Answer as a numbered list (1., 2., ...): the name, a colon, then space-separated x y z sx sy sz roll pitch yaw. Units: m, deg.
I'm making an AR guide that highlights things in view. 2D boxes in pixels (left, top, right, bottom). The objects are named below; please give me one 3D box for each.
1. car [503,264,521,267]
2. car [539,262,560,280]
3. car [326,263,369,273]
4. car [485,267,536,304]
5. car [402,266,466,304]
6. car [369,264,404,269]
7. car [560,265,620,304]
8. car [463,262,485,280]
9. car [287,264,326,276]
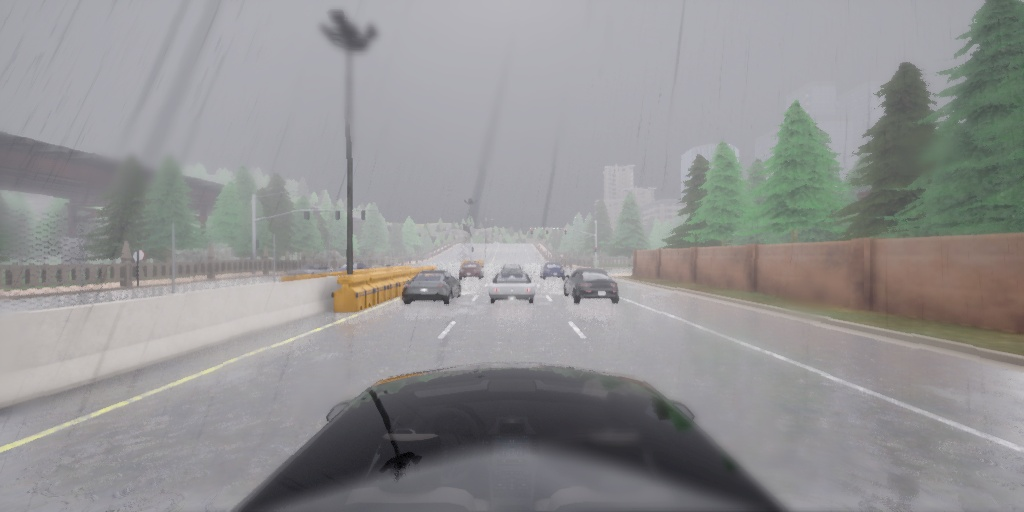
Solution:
1. car: 0.000 1.365 31.285 1.895 1.301 4.718 0 0 0
2. car: 3.500 1.281 31.255 1.812 1.442 4.674 0 0 0
3. car: -14.000 1.308 31.498 1.812 1.442 4.674 0 0 0
4. car: 0.000 1.364 16.285 1.895 1.301 4.718 0 0 0
5. car: -3.500 1.320 16.255 1.994 1.385 4.181 0 0 0
6. car: -10.500 1.403 31.468 1.895 1.301 4.718 0 0 0
7. car: 3.500 1.281 16.255 1.812 1.442 4.674 0 0 0
8. car: -3.500 1.281 31.255 1.812 1.442 4.674 0 0 0
9. car: -17.500 1.403 31.468 1.895 1.301 4.718 0 0 0
